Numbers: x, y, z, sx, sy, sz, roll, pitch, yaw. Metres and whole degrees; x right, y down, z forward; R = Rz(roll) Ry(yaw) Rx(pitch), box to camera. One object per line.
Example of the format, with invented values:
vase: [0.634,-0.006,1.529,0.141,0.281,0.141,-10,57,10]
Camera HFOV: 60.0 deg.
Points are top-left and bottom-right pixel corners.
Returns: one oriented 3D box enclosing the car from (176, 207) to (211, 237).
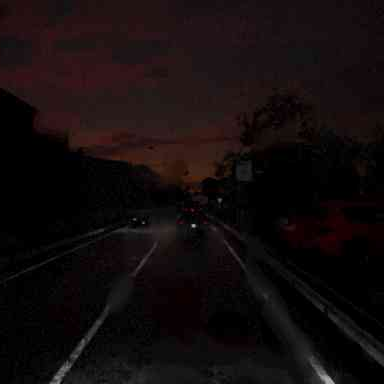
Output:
car: [0.084,1.830,19.827,1.994,1.385,4.181,0,-1,0]

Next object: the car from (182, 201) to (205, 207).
car: [0.088,2.096,38.146,2.150,2.045,5.566,0,-2,1]

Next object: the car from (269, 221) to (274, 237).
car: [6.206,1.486,16.560,4.553,1.767,2.185,0,-1,-1]

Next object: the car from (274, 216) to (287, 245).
car: [6.210,1.572,13.523,5.008,1.535,2.097,0,-1,-1]

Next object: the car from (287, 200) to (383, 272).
car: [6.263,1.283,10.609,5.566,2.045,2.435,0,0,0]

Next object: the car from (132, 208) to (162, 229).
car: [-3.334,1.945,25.287,1.812,1.442,4.674,0,-2,0]
